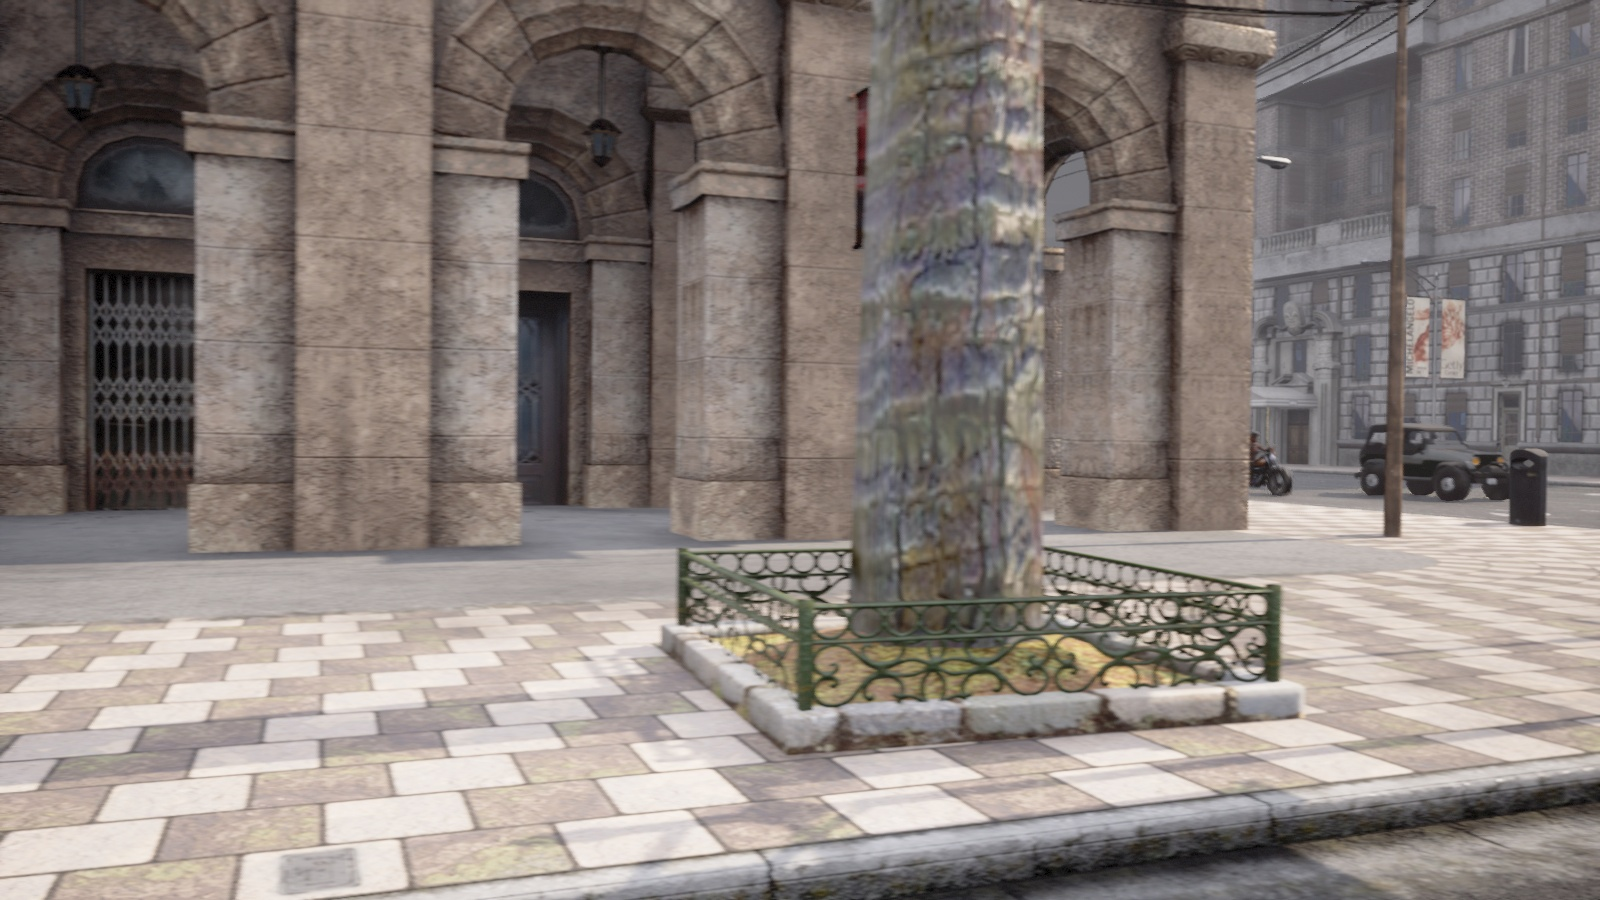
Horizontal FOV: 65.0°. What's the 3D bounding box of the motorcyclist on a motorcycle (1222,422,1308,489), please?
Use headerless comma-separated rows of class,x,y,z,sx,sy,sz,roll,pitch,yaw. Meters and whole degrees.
motorcyclist on a motorcycle,11.972,0.104,32.423,0.766,1.649,2.350,-1,2,-20

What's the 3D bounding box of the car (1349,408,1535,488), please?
car,15.993,-0.077,31.504,1.905,1.878,3.866,-1,1,-21
